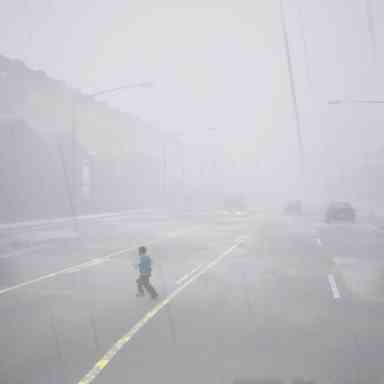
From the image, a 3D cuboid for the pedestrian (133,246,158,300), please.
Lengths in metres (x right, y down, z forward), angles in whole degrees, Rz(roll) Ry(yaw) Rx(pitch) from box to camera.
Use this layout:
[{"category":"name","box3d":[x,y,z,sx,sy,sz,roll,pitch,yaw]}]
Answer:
[{"category":"pedestrian","box3d":[-0.960,1.674,6.902,0.500,1.100,0.500,0,0,17]}]

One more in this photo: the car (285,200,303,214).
[{"category":"car","box3d":[11.114,1.547,36.290,2.033,1.411,5.357,0,0,18]}]

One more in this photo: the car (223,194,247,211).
[{"category":"car","box3d":[5.463,1.225,41.858,2.150,2.045,5.566,0,0,19]}]

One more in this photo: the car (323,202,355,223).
[{"category":"car","box3d":[11.155,1.478,25.366,1.882,1.535,5.008,0,0,19]}]
